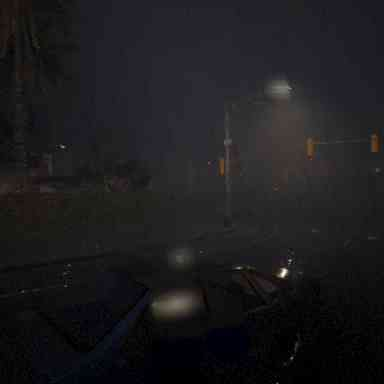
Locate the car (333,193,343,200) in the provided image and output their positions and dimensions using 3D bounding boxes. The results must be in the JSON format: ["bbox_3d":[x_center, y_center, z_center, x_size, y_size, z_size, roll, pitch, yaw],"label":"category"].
[{"bbox_3d":[36.194,1.099,82.497,2.097,1.767,4.553,-1,0,22],"label":"car"}]

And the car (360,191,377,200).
[{"bbox_3d":[43.725,0.903,82.426,2.150,2.045,5.566,-1,0,22],"label":"car"}]

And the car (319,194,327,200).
[{"bbox_3d":[32.943,1.272,83.790,1.837,1.490,4.892,-1,0,22],"label":"car"}]

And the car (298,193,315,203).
[{"bbox_3d":[21.828,1.337,63.609,2.097,1.535,5.008,-1,0,21],"label":"car"}]

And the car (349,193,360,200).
[{"bbox_3d":[40.632,1.301,84.101,1.895,1.301,4.718,-1,0,22],"label":"car"}]

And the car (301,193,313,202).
[{"bbox_3d":[24.060,1.197,69.635,2.185,1.767,4.553,-1,0,21],"label":"car"}]

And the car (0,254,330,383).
[{"bbox_3d":[-0.392,1.556,3.963,5.357,1.411,2.033,0,0,-40],"label":"car"}]

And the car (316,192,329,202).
[{"bbox_3d":[27.184,1.041,69.271,2.150,2.045,5.566,-1,0,22],"label":"car"}]

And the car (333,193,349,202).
[{"bbox_3d":[30.440,1.311,67.981,1.812,1.442,4.674,-1,0,22],"label":"car"}]

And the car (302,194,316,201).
[{"bbox_3d":[28.057,1.296,79.642,2.231,1.521,4.892,-1,0,31],"label":"car"}]
